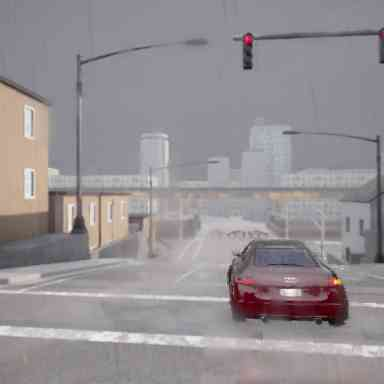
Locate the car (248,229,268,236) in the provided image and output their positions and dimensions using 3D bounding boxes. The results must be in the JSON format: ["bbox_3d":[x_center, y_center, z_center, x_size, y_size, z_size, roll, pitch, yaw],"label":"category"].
[{"bbox_3d":[16.537,10.194,83.727,4.536,1.218,1.853,-1,-1,36],"label":"car"}]

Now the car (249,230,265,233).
[{"bbox_3d":[16.580,10.351,83.695,4.974,1.542,2.038,-1,-1,36],"label":"car"}]

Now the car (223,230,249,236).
[{"bbox_3d":[11.157,10.377,83.594,4.974,1.542,2.038,0,-1,-29],"label":"car"}]

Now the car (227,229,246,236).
[{"bbox_3d":[11.201,10.220,83.622,4.536,1.218,1.853,0,-1,-29],"label":"car"}]

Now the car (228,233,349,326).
[{"bbox_3d":[1.858,1.755,7.324,1.994,1.385,4.181,-1,-5,8],"label":"car"}]

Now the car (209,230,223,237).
[{"bbox_3d":[6.585,10.407,84.170,2.038,1.542,4.974,0,-1,-39],"label":"car"}]

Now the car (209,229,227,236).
[{"bbox_3d":[6.551,10.250,84.212,1.853,1.218,4.536,0,-1,-39],"label":"car"}]
